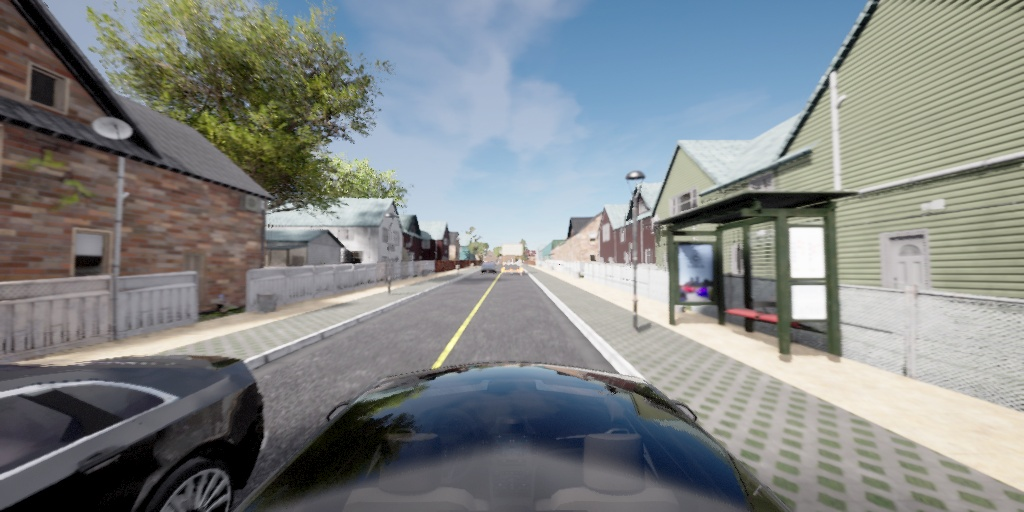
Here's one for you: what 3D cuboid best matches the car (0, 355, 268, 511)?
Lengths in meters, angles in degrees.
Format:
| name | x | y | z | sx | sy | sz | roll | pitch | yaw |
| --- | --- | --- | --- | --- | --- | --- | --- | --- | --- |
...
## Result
| name | x | y | z | sx | sy | sz | roll | pitch | yaw |
| --- | --- | --- | --- | --- | --- | --- | --- | --- | --- |
| car | -2.850 | 1.241 | 0.796 | 2.128 | 1.511 | 4.902 | 0 | 0 | 0 |

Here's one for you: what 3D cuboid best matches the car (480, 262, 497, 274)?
| name | x | y | z | sx | sy | sz | roll | pitch | yaw |
| --- | --- | --- | --- | --- | --- | --- | --- | --- | --- |
| car | -2.817 | 1.436 | 44.574 | 2.033 | 1.411 | 5.357 | 0 | 0 | 0 |

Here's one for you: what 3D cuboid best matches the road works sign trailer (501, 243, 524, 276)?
| name | x | y | z | sx | sy | sz | roll | pitch | yaw |
| --- | --- | --- | --- | --- | --- | --- | --- | --- | --- |
| road works sign trailer | 0.006 | 0.324 | 39.670 | 2.380 | 3.560 | 2.880 | 0 | 0 | 1 |
